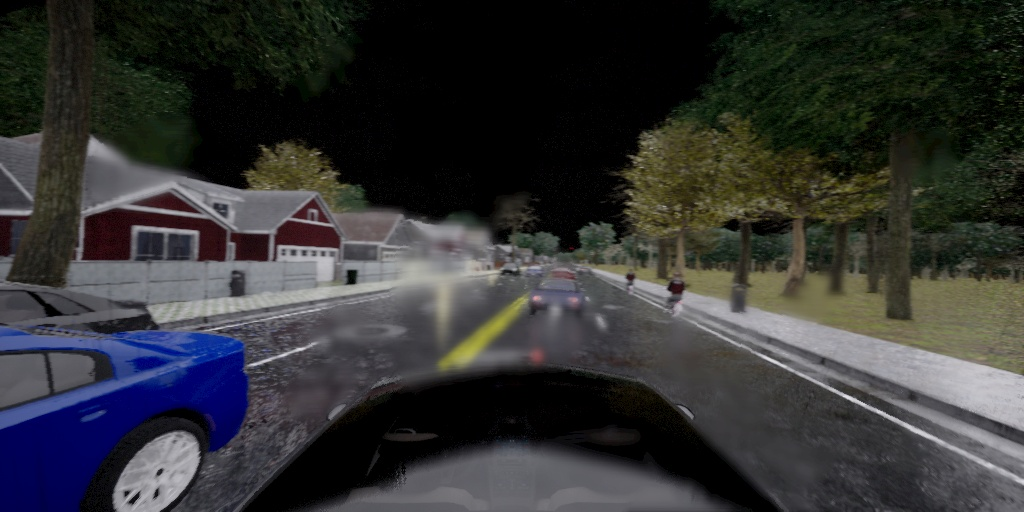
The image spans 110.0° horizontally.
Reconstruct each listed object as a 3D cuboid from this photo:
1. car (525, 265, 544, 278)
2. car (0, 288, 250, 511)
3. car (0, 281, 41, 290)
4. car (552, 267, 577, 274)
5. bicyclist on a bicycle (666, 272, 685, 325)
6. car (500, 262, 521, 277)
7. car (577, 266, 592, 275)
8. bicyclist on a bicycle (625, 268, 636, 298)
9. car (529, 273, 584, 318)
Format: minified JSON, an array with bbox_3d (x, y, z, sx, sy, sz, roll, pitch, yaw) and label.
[{"bbox_3d":[2.801,1.863,43.111,1.812,1.442,4.674,2,-1,9],"label":"car"},{"bbox_3d":[-3.660,1.088,1.322,1.882,1.535,5.008,2,-1,9],"label":"car"},{"bbox_3d":[-6.610,1.032,3.514,1.837,1.490,4.892,2,-1,9],"label":"car"},{"bbox_3d":[4.631,1.755,32.371,1.882,1.535,5.008,2,-1,9],"label":"car"},{"bbox_3d":[5.656,1.451,12.513,0.659,1.776,1.843,2,-1,9],"label":"bicyclist on a bicycle"},{"bbox_3d":[-0.177,1.603,45.057,2.097,1.767,4.553,2,-1,9],"label":"car"},{"bbox_3d":[11.988,2.352,58.723,2.128,1.511,4.902,2,-1,9],"label":"car"},{"bbox_3d":[7.031,1.606,21.409,0.659,1.776,1.843,2,-1,9],"label":"bicyclist on a bicycle"},{"bbox_3d":[1.836,1.562,14.313,1.895,1.301,4.718,2,-1,9],"label":"car"}]
